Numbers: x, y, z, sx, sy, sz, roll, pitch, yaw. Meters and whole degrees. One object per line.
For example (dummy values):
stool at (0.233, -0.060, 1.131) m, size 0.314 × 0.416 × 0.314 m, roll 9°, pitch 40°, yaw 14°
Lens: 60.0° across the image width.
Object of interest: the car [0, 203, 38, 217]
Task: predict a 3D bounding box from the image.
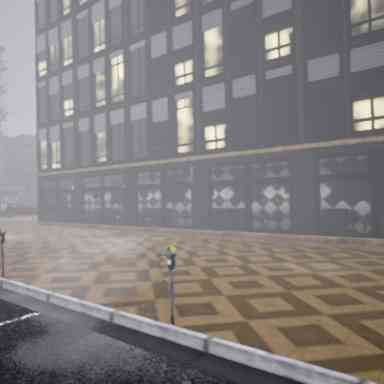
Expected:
car at (-18.200, 1.836, 35.493) m, size 1.967 × 1.590 × 4.097 m, roll -2°, pitch -1°, yaw 36°
